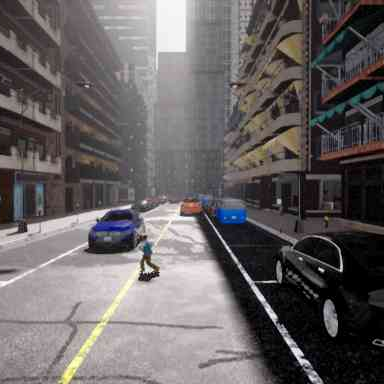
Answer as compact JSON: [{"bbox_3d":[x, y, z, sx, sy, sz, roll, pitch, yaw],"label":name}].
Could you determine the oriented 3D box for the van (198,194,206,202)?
[{"bbox_3d":[2.249,1.329,78.392,1.690,1.788,3.998,-1,0,0],"label":"van"}]

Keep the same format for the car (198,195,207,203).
[{"bbox_3d":[2.282,1.513,72.961,1.752,1.417,4.829,-1,0,0],"label":"car"}]

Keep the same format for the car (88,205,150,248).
[{"bbox_3d":[-3.190,1.521,14.893,1.812,1.442,4.674,0,0,0],"label":"car"}]

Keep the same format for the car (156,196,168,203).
[{"bbox_3d":[-6.067,1.554,67.171,1.947,1.339,4.313,-1,0,0],"label":"car"}]

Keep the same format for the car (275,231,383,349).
[{"bbox_3d":[2.967,1.504,6.379,1.837,1.490,4.892,0,0,0],"label":"car"}]

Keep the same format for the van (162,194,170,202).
[{"bbox_3d":[-6.131,1.329,78.375,1.690,1.788,3.998,-1,0,0],"label":"van"}]

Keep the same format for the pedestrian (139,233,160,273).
[{"bbox_3d":[-1.213,1.671,9.078,0.500,1.100,0.500,-1,1,-3],"label":"pedestrian"}]

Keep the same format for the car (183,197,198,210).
[{"bbox_3d":[-0.165,1.494,44.381,1.837,1.490,4.892,0,0,0],"label":"car"}]

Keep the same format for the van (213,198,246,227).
[{"bbox_3d":[2.557,1.335,22.374,1.690,1.788,3.998,-1,0,0],"label":"van"}]

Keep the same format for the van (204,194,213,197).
[{"bbox_3d":[2.403,1.330,50.383,1.690,1.788,3.998,-1,0,0],"label":"van"}]

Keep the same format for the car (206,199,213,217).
[{"bbox_3d":[2.529,1.543,27.975,2.008,1.369,4.403,-1,0,0],"label":"car"}]

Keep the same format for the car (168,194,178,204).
[{"bbox_3d":[-3.365,1.466,63.740,1.882,1.535,5.008,0,0,0],"label":"car"}]

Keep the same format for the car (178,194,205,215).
[{"bbox_3d":[-0.094,1.342,33.942,2.097,1.767,4.553,0,0,0],"label":"car"}]

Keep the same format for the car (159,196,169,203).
[{"bbox_3d":[-6.098,1.539,72.774,2.008,1.369,4.403,-1,0,0],"label":"car"}]

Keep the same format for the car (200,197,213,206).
[{"bbox_3d":[2.375,1.539,55.986,2.008,1.369,4.403,-1,0,0],"label":"car"}]

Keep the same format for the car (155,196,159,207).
[{"bbox_3d":[-5.944,1.534,44.764,1.887,1.381,4.507,-1,0,0],"label":"car"}]

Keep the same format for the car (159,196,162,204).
[{"bbox_3d":[-5.974,1.571,50.366,1.802,1.307,4.206,-1,0,0],"label":"car"}]

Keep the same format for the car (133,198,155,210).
[{"bbox_3d":[-5.913,1.556,39.162,1.947,1.339,4.313,-1,0,0],"label":"car"}]

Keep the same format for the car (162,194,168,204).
[{"bbox_3d":[-6.037,1.428,61.570,1.967,1.590,4.097,-1,0,0],"label":"car"}]

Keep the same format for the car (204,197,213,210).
[{"bbox_3d":[2.498,1.536,33.577,1.887,1.381,4.507,-1,0,0],"label":"car"}]
